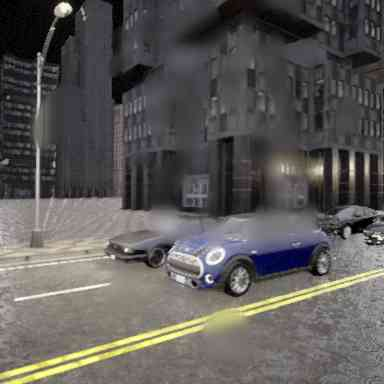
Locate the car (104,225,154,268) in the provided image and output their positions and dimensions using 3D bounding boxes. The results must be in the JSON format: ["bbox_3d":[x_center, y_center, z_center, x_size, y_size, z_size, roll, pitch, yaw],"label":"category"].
[{"bbox_3d":[-0.181,1.549,11.466,5.357,1.411,2.033,0,0,-35],"label":"car"}]

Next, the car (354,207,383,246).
[{"bbox_3d":[9.216,1.506,14.152,4.892,1.490,1.837,-1,0,-35],"label":"car"}]

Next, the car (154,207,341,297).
[{"bbox_3d":[1.580,1.353,8.742,4.553,1.767,2.097,0,0,-35],"label":"car"}]

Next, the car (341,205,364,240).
[{"bbox_3d":[8.106,1.482,17.339,5.008,1.535,1.882,0,0,-35],"label":"car"}]
